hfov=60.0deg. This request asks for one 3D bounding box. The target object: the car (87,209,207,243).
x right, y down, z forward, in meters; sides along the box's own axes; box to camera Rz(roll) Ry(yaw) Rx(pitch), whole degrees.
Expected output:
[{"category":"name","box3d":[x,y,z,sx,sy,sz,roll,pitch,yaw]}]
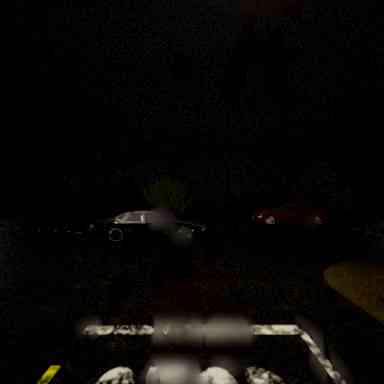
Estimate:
[{"category":"car","box3d":[-1.995,1.524,15.356,5.357,1.411,2.033,0,0,-1]}]

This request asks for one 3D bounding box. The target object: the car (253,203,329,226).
[{"category":"car","box3d":[6.672,1.514,22.573,5.008,1.535,1.882,0,0,-2]}]
